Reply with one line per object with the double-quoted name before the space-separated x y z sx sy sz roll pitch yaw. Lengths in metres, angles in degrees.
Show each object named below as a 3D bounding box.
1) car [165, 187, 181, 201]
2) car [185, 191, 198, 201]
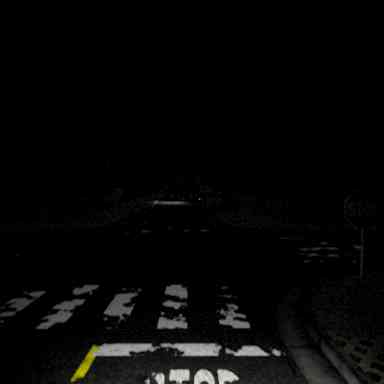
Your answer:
"car" -2.824 0.227 50.422 2.150 2.045 5.566 0 2 0
"car" -0.074 0.573 50.311 1.994 1.385 4.181 0 2 0
